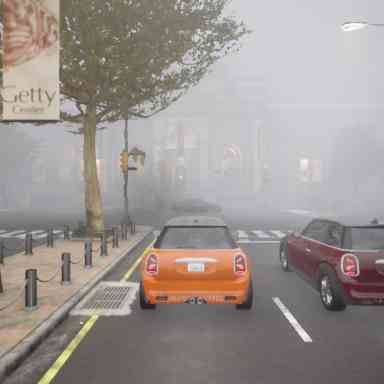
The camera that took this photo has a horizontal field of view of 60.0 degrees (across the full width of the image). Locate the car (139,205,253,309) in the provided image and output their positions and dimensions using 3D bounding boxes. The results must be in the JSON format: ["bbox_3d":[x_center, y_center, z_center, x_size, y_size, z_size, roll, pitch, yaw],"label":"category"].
[{"bbox_3d":[0.084,1.352,8.003,2.097,1.767,4.553,0,0,0],"label":"car"}]

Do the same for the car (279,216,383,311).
[{"bbox_3d":[3.584,1.352,7.907,2.097,1.767,4.553,0,0,0],"label":"car"}]

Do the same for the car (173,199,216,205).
[{"bbox_3d":[0.454,1.491,33.006,4.902,1.511,2.128,0,0,0],"label":"car"}]
